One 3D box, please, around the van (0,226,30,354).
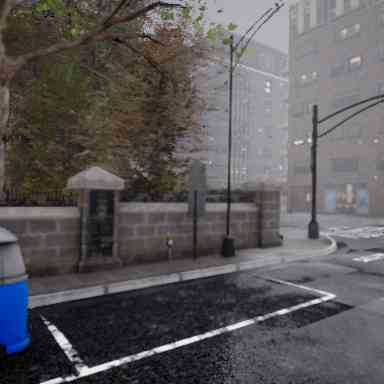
[{"bbox_3d":[-3.959,1.333,3.675,3.998,1.788,1.690,0,1,-35],"label":"van"}]
